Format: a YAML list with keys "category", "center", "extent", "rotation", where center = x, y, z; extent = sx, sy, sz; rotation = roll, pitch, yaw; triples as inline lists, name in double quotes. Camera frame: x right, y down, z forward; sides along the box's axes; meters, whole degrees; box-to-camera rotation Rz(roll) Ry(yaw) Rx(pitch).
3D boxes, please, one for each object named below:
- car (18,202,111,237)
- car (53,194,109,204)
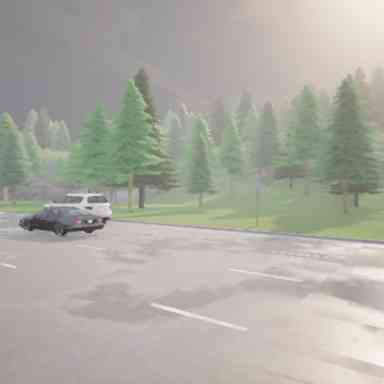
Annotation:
- category: "car"
  center: [-6.981, 1.461, 17.565]
  extent: [5.357, 1.411, 2.033]
  rotation: [0, 0, 35]
- category: "car"
  center: [-7.865, 1.117, 22.492]
  extent: [5.566, 2.045, 2.150]
  rotation: [1, 0, 35]
